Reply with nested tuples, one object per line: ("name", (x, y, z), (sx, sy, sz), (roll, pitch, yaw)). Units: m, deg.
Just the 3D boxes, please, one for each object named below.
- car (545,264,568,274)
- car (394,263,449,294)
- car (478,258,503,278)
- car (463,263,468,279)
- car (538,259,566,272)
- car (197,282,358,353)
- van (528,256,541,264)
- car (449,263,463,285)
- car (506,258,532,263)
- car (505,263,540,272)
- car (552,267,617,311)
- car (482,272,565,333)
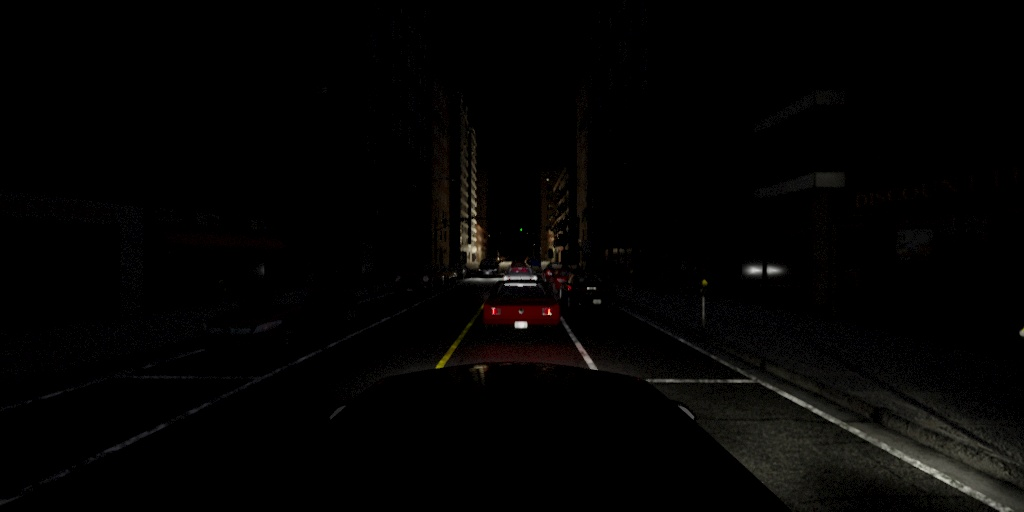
("car", (2.993, 1.299, 19.616), (1.802, 1.307, 4.207), (0, 0, 1))
("car", (-5.030, 1.158, 19.780), (1.967, 1.591, 4.097), (0, 0, 1))
("car", (-2.101, 1.218, 33.741), (1.812, 1.442, 4.674), (0, 0, 2))
("car", (-4.794, 1.248, 30.813), (2.007, 1.370, 4.403), (0, 0, 1))
("car", (3.111, 1.147, 25.134), (1.967, 1.591, 4.097), (0, 0, 1))
("car", (-5.266, 1.320, 8.745), (1.802, 1.307, 4.207), (0, 0, 1))
("van", (3.807, 0.987, 57.726), (1.690, 1.789, 3.998), (0, 0, 1))
("car", (-4.916, 1.233, 25.126), (1.751, 1.417, 4.829), (0, 0, 1))
("car", (0.622, 1.218, 33.304), (1.812, 1.442, 4.674), (0, 0, 1))
("car", (0.507, 1.314, 22.041), (1.895, 1.301, 4.718), (0, 0, 1))
("car", (2.875, 1.278, 14.098), (2.007, 1.370, 4.403), (0, 0, 1))
("car", (0.267, 1.335, 10.690), (1.895, 1.301, 4.718), (0, 0, 1))
